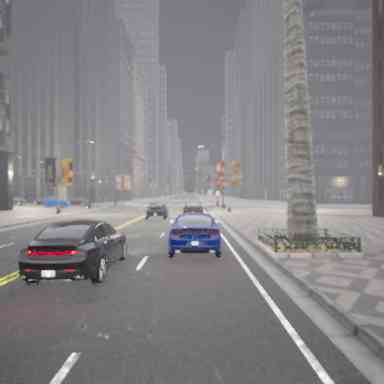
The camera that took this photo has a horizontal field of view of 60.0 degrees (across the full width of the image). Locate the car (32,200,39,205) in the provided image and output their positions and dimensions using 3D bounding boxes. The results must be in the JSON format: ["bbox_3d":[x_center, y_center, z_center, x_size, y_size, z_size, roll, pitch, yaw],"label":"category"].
[{"bbox_3d":[-26.268,1.708,59.556,4.313,1.339,1.947,0,0,0],"label":"car"}]

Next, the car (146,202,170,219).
[{"bbox_3d":[-3.146,1.688,30.895,1.837,1.490,4.892,0,-1,0],"label":"car"}]

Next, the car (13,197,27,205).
[{"bbox_3d":[-31.894,1.644,59.575,4.403,1.369,2.008,1,0,0],"label":"car"}]

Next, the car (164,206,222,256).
[{"bbox_3d":[0.102,1.554,13.433,1.882,1.535,5.008,0,0,0],"label":"car"}]

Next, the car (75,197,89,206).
[{"bbox_3d":[-20.644,1.631,59.538,4.097,1.590,1.967,0,0,0],"label":"car"}]

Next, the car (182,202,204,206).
[{"bbox_3d":[0.104,1.668,32.112,1.882,1.535,5.008,0,0,0],"label":"car"}]

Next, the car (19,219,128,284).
[{"bbox_3d":[-3.149,1.560,9.710,1.837,1.490,4.892,0,0,0],"label":"car"}]

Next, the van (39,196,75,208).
[{"bbox_3d":[-20.671,1.543,51.013,3.998,1.788,1.690,0,0,0],"label":"van"}]
